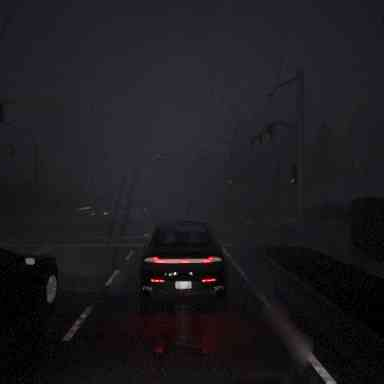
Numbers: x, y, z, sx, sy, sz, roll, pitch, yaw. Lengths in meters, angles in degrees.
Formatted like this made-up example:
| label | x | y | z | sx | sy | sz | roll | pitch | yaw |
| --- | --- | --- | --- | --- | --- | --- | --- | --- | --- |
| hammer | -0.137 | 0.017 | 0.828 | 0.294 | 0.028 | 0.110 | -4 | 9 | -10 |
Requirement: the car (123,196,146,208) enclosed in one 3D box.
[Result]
| label | x | y | z | sx | sy | sz | roll | pitch | yaw |
| --- | --- | --- | --- | --- | --- | --- | --- | --- | --- |
| car | -7.977 | 1.591 | 46.483 | 1.895 | 1.301 | 4.718 | 0 | 0 | -1 |

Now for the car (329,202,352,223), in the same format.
| label | x | y | z | sx | sy | sz | roll | pitch | yaw |
| --- | --- | --- | --- | --- | --- | --- | --- | --- | --- |
| car | 12.776 | 1.487 | 23.480 | 4.902 | 1.511 | 2.128 | 0 | 0 | 0 |

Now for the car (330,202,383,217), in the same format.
| label | x | y | z | sx | sy | sz | roll | pitch | yaw |
| --- | --- | --- | --- | --- | --- | --- | --- | --- | --- |
| car | 15.467 | 1.595 | 30.676 | 4.718 | 1.301 | 1.895 | 0 | 0 | 0 |

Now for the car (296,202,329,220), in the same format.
| label | x | y | z | sx | sy | sz | roll | pitch | yaw |
| --- | --- | --- | --- | --- | --- | --- | --- | --- | --- |
| car | 11.395 | 1.542 | 27.211 | 5.357 | 1.411 | 2.033 | 0 | 0 | 0 |

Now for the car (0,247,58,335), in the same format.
| label | x | y | z | sx | sy | sz | roll | pitch | yaw |
| --- | --- | --- | --- | --- | --- | --- | --- | --- | --- |
| car | -3.612 | 1.477 | 4.854 | 1.882 | 1.535 | 5.008 | 0 | 0 | -2 |

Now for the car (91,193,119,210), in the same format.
| label | x | y | z | sx | sy | sz | roll | pitch | yaw |
| --- | --- | --- | --- | --- | --- | --- | --- | --- | --- |
| car | -11.435 | 1.212 | 43.420 | 2.150 | 2.045 | 5.566 | 0 | 0 | -2 |

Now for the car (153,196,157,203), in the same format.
| label | x | y | z | sx | sy | sz | roll | pitch | yaw |
| --- | --- | --- | --- | --- | --- | --- | --- | --- | --- |
| car | -8.263 | 1.511 | 68.529 | 1.812 | 1.442 | 4.674 | 0 | 0 | -1 |

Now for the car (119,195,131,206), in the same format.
| label | x | y | z | sx | sy | sz | roll | pitch | yaw |
| --- | --- | --- | --- | --- | --- | --- | --- | --- | --- |
| car | -11.587 | 1.494 | 53.247 | 1.837 | 1.490 | 4.892 | 0 | 0 | -1 |

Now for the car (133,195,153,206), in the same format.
| label | x | y | z | sx | sy | sz | roll | pitch | yaw |
| --- | --- | --- | --- | --- | --- | --- | --- | --- | --- |
| car | -8.115 | 1.552 | 55.250 | 1.994 | 1.385 | 4.181 | 0 | 0 | -1 |

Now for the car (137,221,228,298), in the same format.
| label | x | y | z | sx | sy | sz | roll | pitch | yaw |
| --- | --- | --- | --- | --- | --- | --- | --- | --- | --- |
| car | -0.245 | 1.490 | 8.518 | 2.128 | 1.511 | 4.902 | 0 | 0 | -2 |
